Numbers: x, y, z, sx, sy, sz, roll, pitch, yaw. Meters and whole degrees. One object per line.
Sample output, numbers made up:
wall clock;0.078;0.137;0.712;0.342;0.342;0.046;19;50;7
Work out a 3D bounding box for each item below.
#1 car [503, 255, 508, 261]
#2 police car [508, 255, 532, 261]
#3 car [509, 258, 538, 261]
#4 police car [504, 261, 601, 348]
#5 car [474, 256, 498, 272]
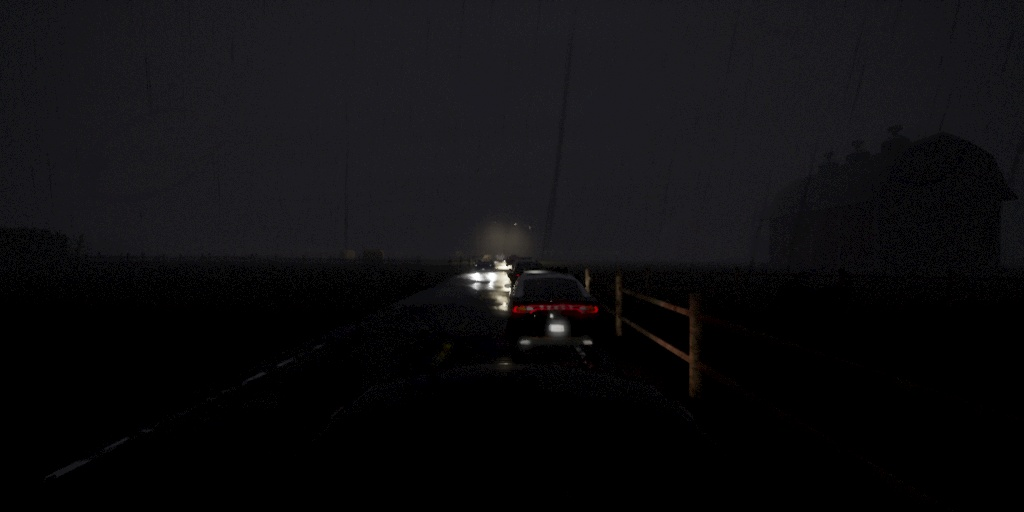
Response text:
car;0.170;0.658;49.505;1.882;1.535;5.008;0;1;0
police car;0.877;0.897;25.134;1.930;1.638;5.238;0;1;0
car;0.862;1.049;19.025;1.837;1.490;4.892;0;1;0
police car;0.838;1.087;9.135;1.930;1.638;5.238;0;1;0
car;-2.765;0.934;36.795;1.895;1.301;4.718;0;1;0
